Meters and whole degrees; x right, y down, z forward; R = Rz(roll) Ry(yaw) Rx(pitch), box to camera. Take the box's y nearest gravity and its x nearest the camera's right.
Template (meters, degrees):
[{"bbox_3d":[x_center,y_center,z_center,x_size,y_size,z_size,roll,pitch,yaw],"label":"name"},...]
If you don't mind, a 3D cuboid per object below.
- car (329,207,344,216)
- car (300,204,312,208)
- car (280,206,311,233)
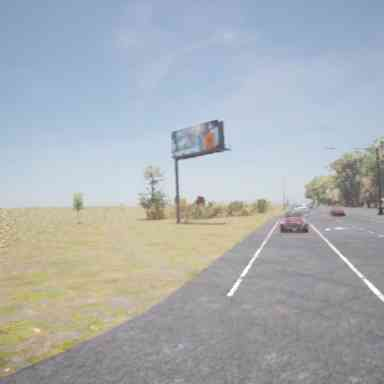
[{"bbox_3d":[23.813,3.215,54.830,1.994,1.385,4.181,-3,-3,16],"label":"car"},{"bbox_3d":[26.140,3.817,77.662,2.150,2.045,5.566,-3,-3,23],"label":"car"},{"bbox_3d":[8.250,2.288,26.966,2.097,1.767,4.553,-3,-3,16],"label":"car"}]
